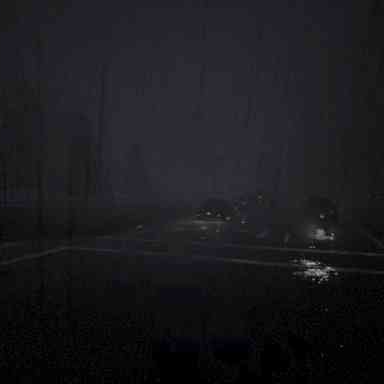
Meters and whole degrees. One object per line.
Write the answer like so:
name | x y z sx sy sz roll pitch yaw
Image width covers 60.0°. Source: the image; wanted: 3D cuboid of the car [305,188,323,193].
car | 15.086 0.530 40.727 2.150 2.045 5.566 0 1 19

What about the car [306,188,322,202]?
car | 18.653 0.361 50.889 2.150 2.045 5.566 0 1 19

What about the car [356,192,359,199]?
car | 30.085 0.540 58.727 1.895 1.301 4.718 0 1 21

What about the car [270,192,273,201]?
car | 11.292 0.687 51.097 2.128 1.511 4.902 0 1 19

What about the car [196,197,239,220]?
car | 1.755 1.212 23.980 1.994 1.385 4.181 0 1 19

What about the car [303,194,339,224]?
car | 8.342 1.119 21.620 2.128 1.511 4.902 0 1 19

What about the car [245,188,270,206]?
car | 7.963 0.576 41.558 2.150 2.045 5.566 0 1 19

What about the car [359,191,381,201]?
car | 26.639 0.696 49.458 1.895 1.301 4.718 0 1 20

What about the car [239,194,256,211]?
car | 4.664 1.111 32.236 1.895 1.301 4.718 0 1 20

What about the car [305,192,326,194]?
car | 11.581 1.022 30.814 2.033 1.411 5.357 0 1 20
